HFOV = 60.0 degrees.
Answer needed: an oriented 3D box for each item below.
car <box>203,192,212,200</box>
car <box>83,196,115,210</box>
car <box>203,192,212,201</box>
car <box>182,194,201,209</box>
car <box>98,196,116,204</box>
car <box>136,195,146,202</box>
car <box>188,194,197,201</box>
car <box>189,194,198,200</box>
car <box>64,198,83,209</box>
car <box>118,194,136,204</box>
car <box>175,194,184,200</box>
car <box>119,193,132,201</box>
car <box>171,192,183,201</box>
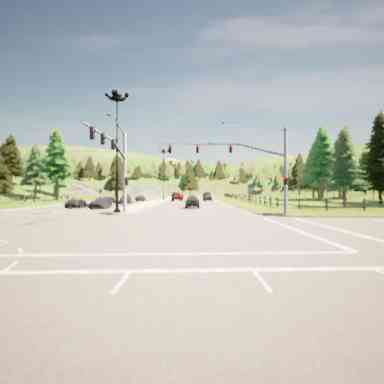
[{"bbox_3d":[3.829,0.948,84.853,2.150,2.045,5.566,0,0,2],"label":"car"},{"bbox_3d":[-11.558,1.439,42.032,2.033,1.411,5.357,0,0,0],"label":"car"},{"bbox_3d":[3.598,1.345,74.230,2.033,1.411,5.357,0,0,1],"label":"car"},{"bbox_3d":[0.036,1.391,43.630,1.837,1.490,4.892,0,0,0],"label":"car"},{"bbox_3d":[-15.008,1.412,59.038,1.994,1.385,4.181,0,0,1],"label":"car"},{"bbox_3d":[-11.410,1.345,73.407,2.033,1.411,5.357,0,0,0],"label":"car"},{"bbox_3d":[0.103,1.283,74.649,1.882,1.535,5.008,0,0,1],"label":"car"},{"bbox_3d":[0.329,1.248,84.919,2.128,1.511,4.902,0,0,2],"label":"car"},{"bbox_3d":[-15.053,1.451,43.251,1.994,1.385,4.181,0,0,0],"label":"car"},{"bbox_3d":[-11.518,1.356,57.659,1.837,1.490,4.892,0,0,0],"label":"car"},{"bbox_3d":[-3.170,1.200,85.014,1.882,1.535,5.008,0,0,2],"label":"car"},{"bbox_3d":[-14.898,1.152,74.611,2.097,1.767,4.553,0,0,0],"label":"car"},{"bbox_3d":[-3.401,1.029,74.268,2.150,2.045,5.566,0,0,1],"label":"car"}]
